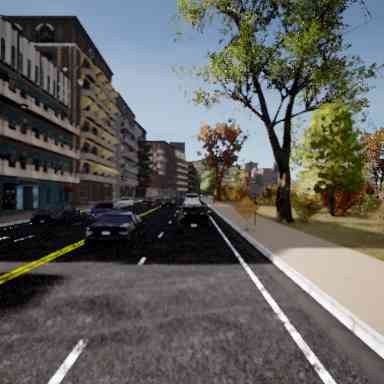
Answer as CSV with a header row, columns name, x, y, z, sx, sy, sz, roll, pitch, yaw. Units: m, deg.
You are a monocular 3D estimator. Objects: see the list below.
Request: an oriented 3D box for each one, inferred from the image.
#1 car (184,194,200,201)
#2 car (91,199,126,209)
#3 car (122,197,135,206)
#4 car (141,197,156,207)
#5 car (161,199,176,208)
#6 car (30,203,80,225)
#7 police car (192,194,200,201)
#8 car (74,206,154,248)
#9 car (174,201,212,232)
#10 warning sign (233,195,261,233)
name,x,y,z,sx,sy,sz,roll,pitch,yaw
car,0.004,1.227,47.102,2.150,2.045,5.566,0,0,0
car,-6.597,1.526,25.437,1.812,1.442,4.674,0,0,0
car,-9.768,1.531,49.406,1.812,1.442,4.674,0,0,0
car,-6.510,1.513,50.162,1.837,1.490,4.892,0,-1,0
car,-3.248,1.606,47.390,1.895,1.301,4.718,0,0,0
car,-9.850,1.548,24.533,2.033,1.411,5.357,0,0,0
police car,0.978,1.448,87.403,1.930,1.638,5.238,0,0,0
car,-3.148,1.547,14.657,2.033,1.411,5.357,0,0,0
car,0.102,1.505,19.953,1.837,1.490,4.892,0,0,0
warning sign,2.842,1.115,17.299,1.300,1.860,1.060,-1,-1,0
